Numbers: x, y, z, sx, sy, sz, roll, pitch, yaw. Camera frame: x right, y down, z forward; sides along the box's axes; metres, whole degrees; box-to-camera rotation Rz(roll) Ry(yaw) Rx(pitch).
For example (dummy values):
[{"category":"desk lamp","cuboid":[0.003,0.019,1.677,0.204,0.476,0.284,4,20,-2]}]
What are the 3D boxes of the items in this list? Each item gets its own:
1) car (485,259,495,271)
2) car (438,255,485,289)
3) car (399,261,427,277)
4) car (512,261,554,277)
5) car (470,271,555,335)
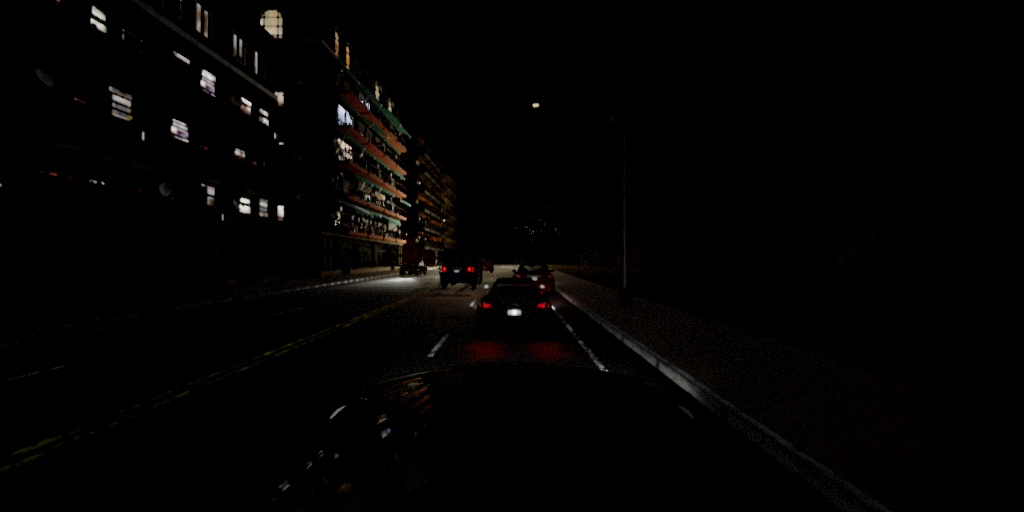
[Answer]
[{"category":"car","cuboid":[-3.280,1.268,45.280,1.882,1.535,5.008,0,-1,0]},{"category":"car","cuboid":[-3.215,0.990,23.460,2.150,2.045,5.566,0,0,0]},{"category":"car","cuboid":[-9.954,1.274,36.353,2.128,1.511,4.902,0,0,0]},{"category":"car","cuboid":[1.085,1.119,19.529,2.097,1.767,4.553,0,0,0]},{"category":"car","cuboid":[0.069,1.323,10.590,1.994,1.385,4.181,0,0,0]}]
